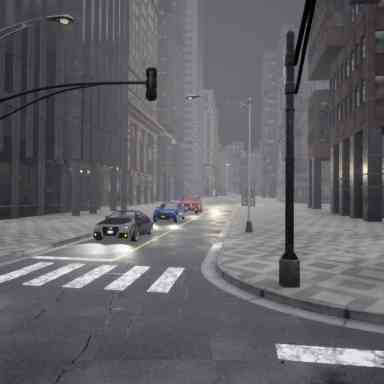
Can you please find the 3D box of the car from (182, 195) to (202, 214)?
[{"bbox_3d":[-0.139,1.361,37.812,2.150,2.045,5.566,0,0,9],"label":"car"}]

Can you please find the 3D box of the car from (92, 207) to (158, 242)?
[{"bbox_3d":[-3.372,1.632,16.964,1.994,1.385,4.181,0,0,9],"label":"car"}]

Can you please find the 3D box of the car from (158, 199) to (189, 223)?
[{"bbox_3d":[-1.781,1.581,27.254,1.882,1.535,5.008,0,0,8],"label":"car"}]
